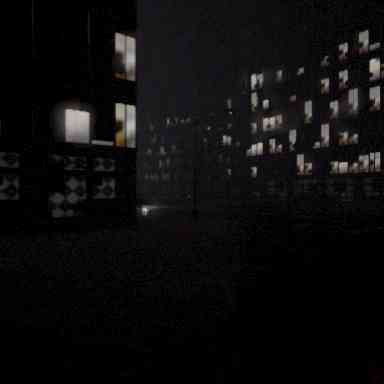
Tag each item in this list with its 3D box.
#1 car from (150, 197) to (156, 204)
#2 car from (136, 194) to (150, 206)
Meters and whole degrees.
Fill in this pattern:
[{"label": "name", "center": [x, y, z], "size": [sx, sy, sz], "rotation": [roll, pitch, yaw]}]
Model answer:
[{"label": "car", "center": [-6.516, 0.898, 42.594], "size": [1.895, 1.301, 4.718], "rotation": [0, 1, -38]}, {"label": "car", "center": [-7.238, 0.835, 38.238], "size": [1.882, 1.535, 5.008], "rotation": [0, 1, -38]}]
